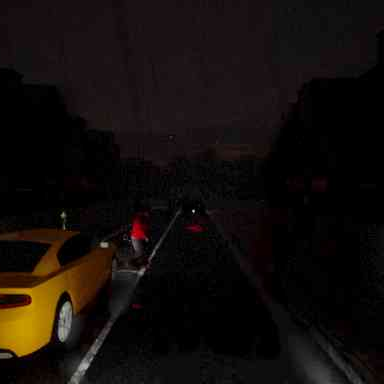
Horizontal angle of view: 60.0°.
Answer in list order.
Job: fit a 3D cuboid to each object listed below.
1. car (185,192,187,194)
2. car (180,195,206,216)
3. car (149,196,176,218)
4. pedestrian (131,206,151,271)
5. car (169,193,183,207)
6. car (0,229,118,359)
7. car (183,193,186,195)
[{"bbox_3d":[-2.544,1.247,71.462,1.802,1.307,4.206,-2,0,0],"label":"car"},{"bbox_3d":[0.135,1.276,29.502,1.837,1.490,4.892,0,1,0],"label":"car"},{"bbox_3d":[-2.612,1.306,27.712,1.752,1.417,4.829,-1,0,0],"label":"car"},{"bbox_3d":[-1.367,1.207,9.160,0.375,1.860,0.375,1,2,0],"label":"pedestrian"},{"bbox_3d":[-2.590,1.150,44.223,1.967,1.590,4.097,-2,0,0],"label":"car"},{"bbox_3d":[-2.740,1.417,6.180,1.882,1.535,5.008,0,1,0],"label":"car"},{"bbox_3d":[-2.570,1.235,55.118,2.008,1.369,4.403,-2,0,0],"label":"car"}]
